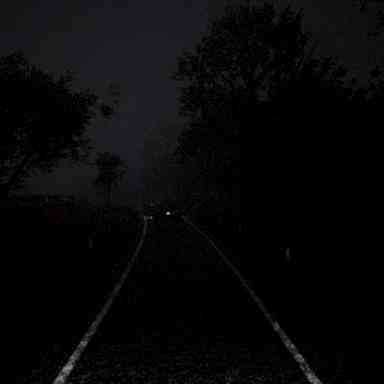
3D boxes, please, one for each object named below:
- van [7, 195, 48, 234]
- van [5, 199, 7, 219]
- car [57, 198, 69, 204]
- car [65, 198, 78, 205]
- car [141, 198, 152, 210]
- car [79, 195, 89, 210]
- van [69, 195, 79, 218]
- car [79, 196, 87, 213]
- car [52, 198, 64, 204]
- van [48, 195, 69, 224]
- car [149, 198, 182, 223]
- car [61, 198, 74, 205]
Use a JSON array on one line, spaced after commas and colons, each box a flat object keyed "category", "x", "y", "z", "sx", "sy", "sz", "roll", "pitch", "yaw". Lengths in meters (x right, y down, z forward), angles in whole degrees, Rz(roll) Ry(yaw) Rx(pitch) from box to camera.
[{"category": "van", "x": -9.815, "y": 1.201, "z": 18.377, "sx": 1.878, "sy": 1.987, "sz": 4.442, "roll": 1, "pitch": -1, "yaw": -7}, {"category": "van", "x": -9.273, "y": 1.192, "z": 12.823, "sx": 1.878, "sy": 1.987, "sz": 4.442, "roll": 1, "pitch": -1, "yaw": -6}, {"category": "car", "x": -31.633, "y": 2.245, "z": 81.504, "sx": 2.097, "sy": 1.535, "sz": 5.008, "roll": -1, "pitch": -1, "yaw": -31}, {"category": "car", "x": -25.728, "y": 2.020, "z": 71.021, "sx": 2.097, "sy": 1.535, "sz": 5.008, "roll": -1, "pitch": -1, "yaw": -27}, {"category": "car", "x": -5.140, "y": 1.419, "z": 40.969, "sx": 1.994, "sy": 1.385, "sz": 4.181, "roll": -1, "pitch": 0, "yaw": -14}, {"category": "car", "x": -15.461, "y": 1.382, "z": 45.809, "sx": 2.435, "sy": 2.045, "sz": 5.566, "roll": 2, "pitch": -2, "yaw": -17}, {"category": "van", "x": -11.454, "y": 1.249, "z": 29.440, "sx": 1.878, "sy": 1.987, "sz": 4.442, "roll": 2, "pitch": -1, "yaw": -13}, {"category": "car", "x": -12.578, "y": 1.511, "z": 34.840, "sx": 1.946, "sy": 1.575, "sz": 5.366, "roll": 2, "pitch": -1, "yaw": -11}, {"category": "car", "x": -34.990, "y": 2.391, "z": 86.755, "sx": 2.002, "sy": 1.452, "sz": 4.674, "roll": -1, "pitch": 0, "yaw": -33}, {"category": "van", "x": -10.539, "y": 1.220, "z": 23.921, "sx": 1.878, "sy": 1.987, "sz": 4.442, "roll": 1, "pitch": -1, "yaw": -8}, {"category": "car", "x": -1.911, "y": 1.432, "z": 24.648, "sx": 1.994, "sy": 1.385, "sz": 4.181, "roll": 0, "pitch": 0, "yaw": -8}, {"category": "car", "x": -28.714, "y": 2.129, "z": 76.598, "sx": 2.231, "sy": 1.521, "sz": 4.892, "roll": -1, "pitch": -1, "yaw": -29}]
